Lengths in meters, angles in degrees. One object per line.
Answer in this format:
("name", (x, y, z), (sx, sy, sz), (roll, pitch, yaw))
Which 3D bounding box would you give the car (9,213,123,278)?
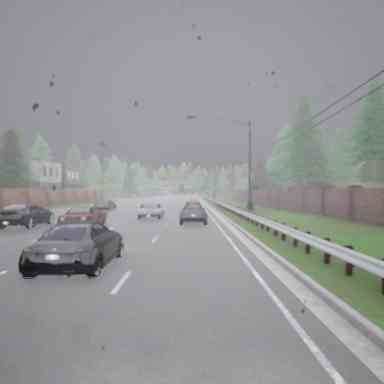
("car", (-3.401, 1.556, 10.108), (1.994, 1.385, 4.181), (0, 0, 0))

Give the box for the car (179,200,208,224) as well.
("car", (0.096, 1.547, 24.370), (1.994, 1.385, 4.181), (0, 0, 0))

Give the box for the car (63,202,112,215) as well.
("car", (-6.903, 1.585, 21.639), (1.895, 1.301, 4.718), (0, 0, 0))

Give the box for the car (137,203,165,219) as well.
("car", (-3.403, 1.581, 28.292), (1.895, 1.301, 4.718), (0, 0, 0))

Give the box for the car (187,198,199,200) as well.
("car", (0.094, 1.448, 41.909), (1.882, 1.535, 5.008), (0, 0, 0))

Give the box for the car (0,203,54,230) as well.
("car", (-10.402, 1.489, 21.036), (1.837, 1.490, 4.892), (0, 0, 0))

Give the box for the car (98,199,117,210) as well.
("car", (-10.405, 1.535, 39.901), (1.994, 1.385, 4.181), (0, 0, 0))
